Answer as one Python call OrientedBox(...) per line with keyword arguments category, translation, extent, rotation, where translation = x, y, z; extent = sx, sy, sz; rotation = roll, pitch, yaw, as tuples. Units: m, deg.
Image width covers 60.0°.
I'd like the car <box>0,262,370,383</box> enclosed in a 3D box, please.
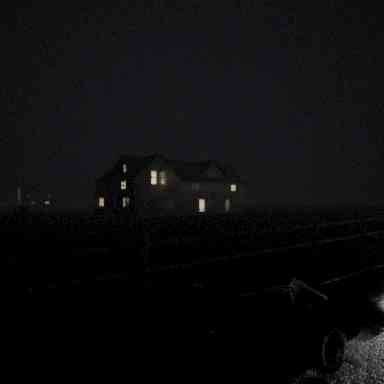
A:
OrientedBox(category="car", translation=(0.187, 1.684, 4.122), extent=(4.718, 1.301, 1.895), rotation=(0, -1, -37))
